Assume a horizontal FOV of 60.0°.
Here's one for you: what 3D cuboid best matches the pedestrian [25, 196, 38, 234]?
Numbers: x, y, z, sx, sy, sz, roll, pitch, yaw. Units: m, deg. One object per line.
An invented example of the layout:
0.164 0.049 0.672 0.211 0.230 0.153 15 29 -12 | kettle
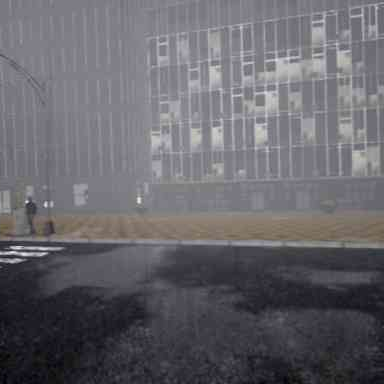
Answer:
-7.824 1.095 16.205 0.375 1.860 0.375 -1 1 14 | pedestrian
